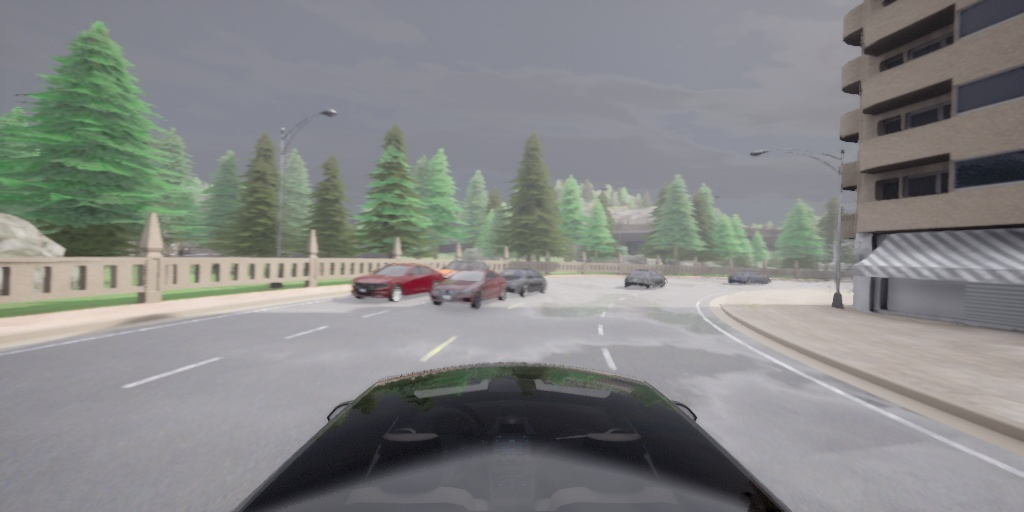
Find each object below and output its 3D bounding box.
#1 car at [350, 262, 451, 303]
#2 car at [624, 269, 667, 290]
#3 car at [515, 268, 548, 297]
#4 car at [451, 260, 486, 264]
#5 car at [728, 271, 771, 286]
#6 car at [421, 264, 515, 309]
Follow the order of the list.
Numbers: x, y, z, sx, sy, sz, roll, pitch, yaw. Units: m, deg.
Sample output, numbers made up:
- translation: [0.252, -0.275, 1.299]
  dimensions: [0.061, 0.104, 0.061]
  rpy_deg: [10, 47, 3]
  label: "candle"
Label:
- translation: [-4.905, 1.073, 16.021]
  dimensions: [1.882, 1.535, 5.008]
  rpy_deg: [2, 0, 18]
  label: "car"
- translation: [10.147, 1.716, 27.142]
  dimensions: [1.994, 1.385, 4.181]
  rpy_deg: [2, 0, 42]
  label: "car"
- translation: [0.365, 1.351, 19.222]
  dimensions: [1.994, 1.385, 4.181]
  rpy_deg: [2, 0, 28]
  label: "car"
- translation: [-2.857, 1.026, 20.545]
  dimensions: [2.097, 1.767, 4.553]
  rpy_deg: [2, 0, 26]
  label: "car"
- translation: [24.152, 2.234, 36.503]
  dimensions: [4.181, 1.385, 1.994]
  rpy_deg: [2, 0, -20]
  label: "car"
- translation: [-1.586, 1.240, 14.946]
  dimensions: [1.812, 1.442, 4.674]
  rpy_deg: [2, 0, 18]
  label: "car"
